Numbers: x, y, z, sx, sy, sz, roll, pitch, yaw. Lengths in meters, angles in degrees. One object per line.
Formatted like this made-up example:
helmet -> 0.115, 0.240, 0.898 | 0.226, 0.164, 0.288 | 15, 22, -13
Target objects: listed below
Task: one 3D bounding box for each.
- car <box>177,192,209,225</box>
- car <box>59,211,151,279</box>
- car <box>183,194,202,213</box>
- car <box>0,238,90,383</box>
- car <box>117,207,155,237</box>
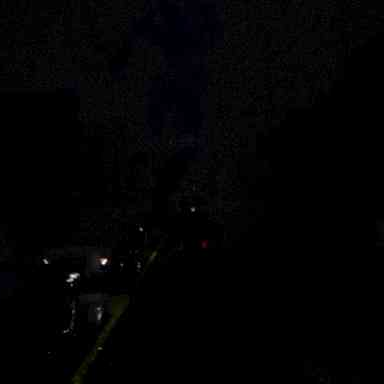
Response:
car -> 0.095, 1.253, 24.589 | 2.150, 2.045, 5.566 | 0, 0, 1
car -> -2.731, 1.533, 10.309 | 2.033, 1.411, 5.357 | 0, 0, 0
car -> 0.134, 1.314, 40.306 | 2.150, 2.045, 5.566 | 0, 0, 1
car -> -2.839, 1.552, 3.732 | 1.994, 1.385, 4.181 | 0, 0, 0
car -> -2.809, 1.501, 15.396 | 1.837, 1.490, 4.892 | 0, 0, 0
